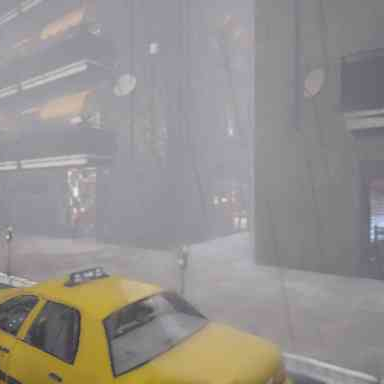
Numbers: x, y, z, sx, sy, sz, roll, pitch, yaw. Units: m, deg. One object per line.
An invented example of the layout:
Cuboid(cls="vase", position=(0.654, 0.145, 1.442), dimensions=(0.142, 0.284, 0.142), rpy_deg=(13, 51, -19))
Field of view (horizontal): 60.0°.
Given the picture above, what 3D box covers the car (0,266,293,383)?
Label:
Cuboid(cls="car", position=(-1.377, 1.549, 3.845), dimensions=(4.829, 1.417, 1.752), rpy_deg=(-1, 0, 35))
